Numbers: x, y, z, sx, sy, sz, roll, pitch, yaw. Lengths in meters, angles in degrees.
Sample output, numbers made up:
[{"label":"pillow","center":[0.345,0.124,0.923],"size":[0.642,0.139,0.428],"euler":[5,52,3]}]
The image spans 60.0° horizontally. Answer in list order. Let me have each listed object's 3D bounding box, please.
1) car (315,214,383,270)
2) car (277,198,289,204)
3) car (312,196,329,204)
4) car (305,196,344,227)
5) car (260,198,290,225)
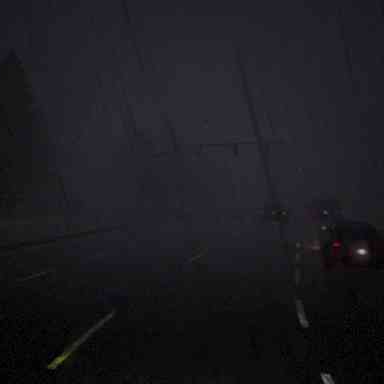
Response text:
[{"label":"car","center":[5.436,1.676,11.309],"size":[1.994,1.385,4.181],"euler":[0,0,18]},{"label":"car","center":[23.535,2.312,86.007],"size":[1.882,1.535,5.008],"euler":[0,-1,30]},{"label":"car","center":[34.056,2.080,88.193],"size":[2.150,2.045,5.566],"euler":[-1,-1,44]},{"label":"car","center":[9.746,1.465,24.682],"size":[2.150,2.045,5.566],"euler":[0,0,18]},{"label":"car","center":[6.686,1.610,26.562],"size":[2.097,1.767,4.553],"euler":[0,-1,18]}]
